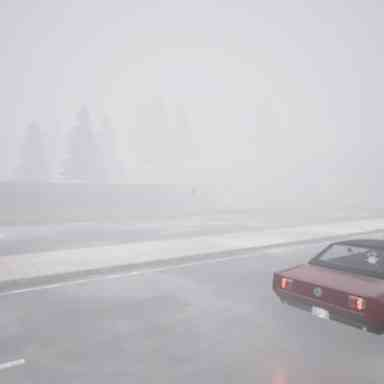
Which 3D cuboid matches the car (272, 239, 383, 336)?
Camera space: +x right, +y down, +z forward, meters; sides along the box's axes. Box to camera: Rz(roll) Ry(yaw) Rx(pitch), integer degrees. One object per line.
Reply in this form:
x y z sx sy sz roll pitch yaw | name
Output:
3.814 1.591 6.466 4.718 1.301 1.895 0 0 -36 | car
